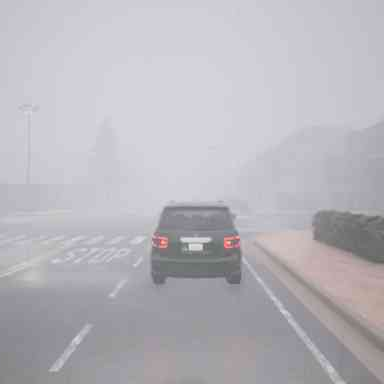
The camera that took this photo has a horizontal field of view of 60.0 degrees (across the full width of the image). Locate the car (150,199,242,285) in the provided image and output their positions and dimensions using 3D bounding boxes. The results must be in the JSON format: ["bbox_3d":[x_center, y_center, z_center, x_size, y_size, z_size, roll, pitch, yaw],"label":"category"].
[{"bbox_3d":[0.159,1.255,9.735,2.150,2.045,5.566,0,0,2],"label":"car"}]

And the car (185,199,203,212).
[{"bbox_3d":[0.251,1.630,42.502,2.128,1.511,4.902,0,0,1],"label":"car"}]
